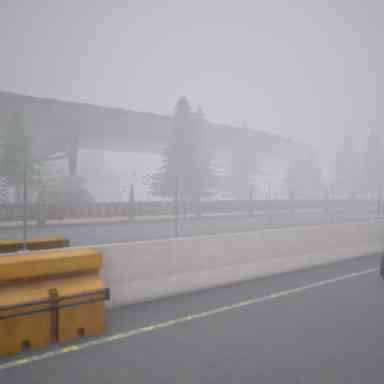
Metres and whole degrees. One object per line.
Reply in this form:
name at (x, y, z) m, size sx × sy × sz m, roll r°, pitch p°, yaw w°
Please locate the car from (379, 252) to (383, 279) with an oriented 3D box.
car at (6.696, 1.618, 8.575) m, size 4.181 × 1.385 × 1.994 m, roll 0°, pitch 0°, yaw -35°
